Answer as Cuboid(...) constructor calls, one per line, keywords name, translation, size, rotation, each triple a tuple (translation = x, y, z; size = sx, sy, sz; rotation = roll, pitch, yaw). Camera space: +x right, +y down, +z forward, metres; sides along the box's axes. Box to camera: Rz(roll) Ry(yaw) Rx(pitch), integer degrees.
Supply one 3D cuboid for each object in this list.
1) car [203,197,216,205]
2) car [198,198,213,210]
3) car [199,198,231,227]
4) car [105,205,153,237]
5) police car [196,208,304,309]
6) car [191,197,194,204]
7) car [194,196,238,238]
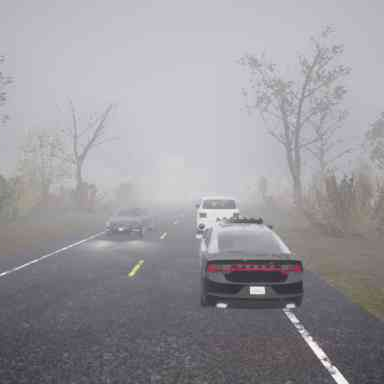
Cuboid(name="car", translation=(3.376, 1.709, 63.435), size=(2.033, 1.411, 5.357), rotation=(0, 0, 6))
Cuboid(name="car", translation=(1.927, 1.584, 46.354), size=(1.837, 1.490, 4.892), rotation=(0, 0, 5))
Cuboid(name="car", translation=(1.582, 1.366, 23.880), size=(2.097, 1.767, 4.553), rotation=(0, 0, 2))
Cuboid(name="car", translation=(-3.256, 1.513, 18.062), size=(1.837, 1.490, 4.892), rotation=(0, 0, 2))
Cuboid(name="police car", translation=(1.127, 1.428, 8.097), size=(1.930, 1.638, 5.238), rotation=(0, 0, 1))
Cuboid(name="car", translation=(0.896, 1.751, 72.004), size=(2.033, 1.411, 5.357), rotation=(0, 0, 7))
Cuboid(name="car", translation=(1.366, 1.233, 17.970), size=(2.150, 2.045, 5.566), rotation=(0, 0, 2))
